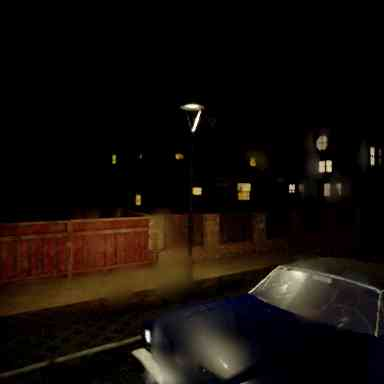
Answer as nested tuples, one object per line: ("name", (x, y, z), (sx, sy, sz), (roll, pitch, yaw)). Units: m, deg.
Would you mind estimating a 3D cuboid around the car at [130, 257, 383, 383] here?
("car", (1.699, 1.614, 4.157), (4.718, 1.301, 1.895), (0, 0, -35))
